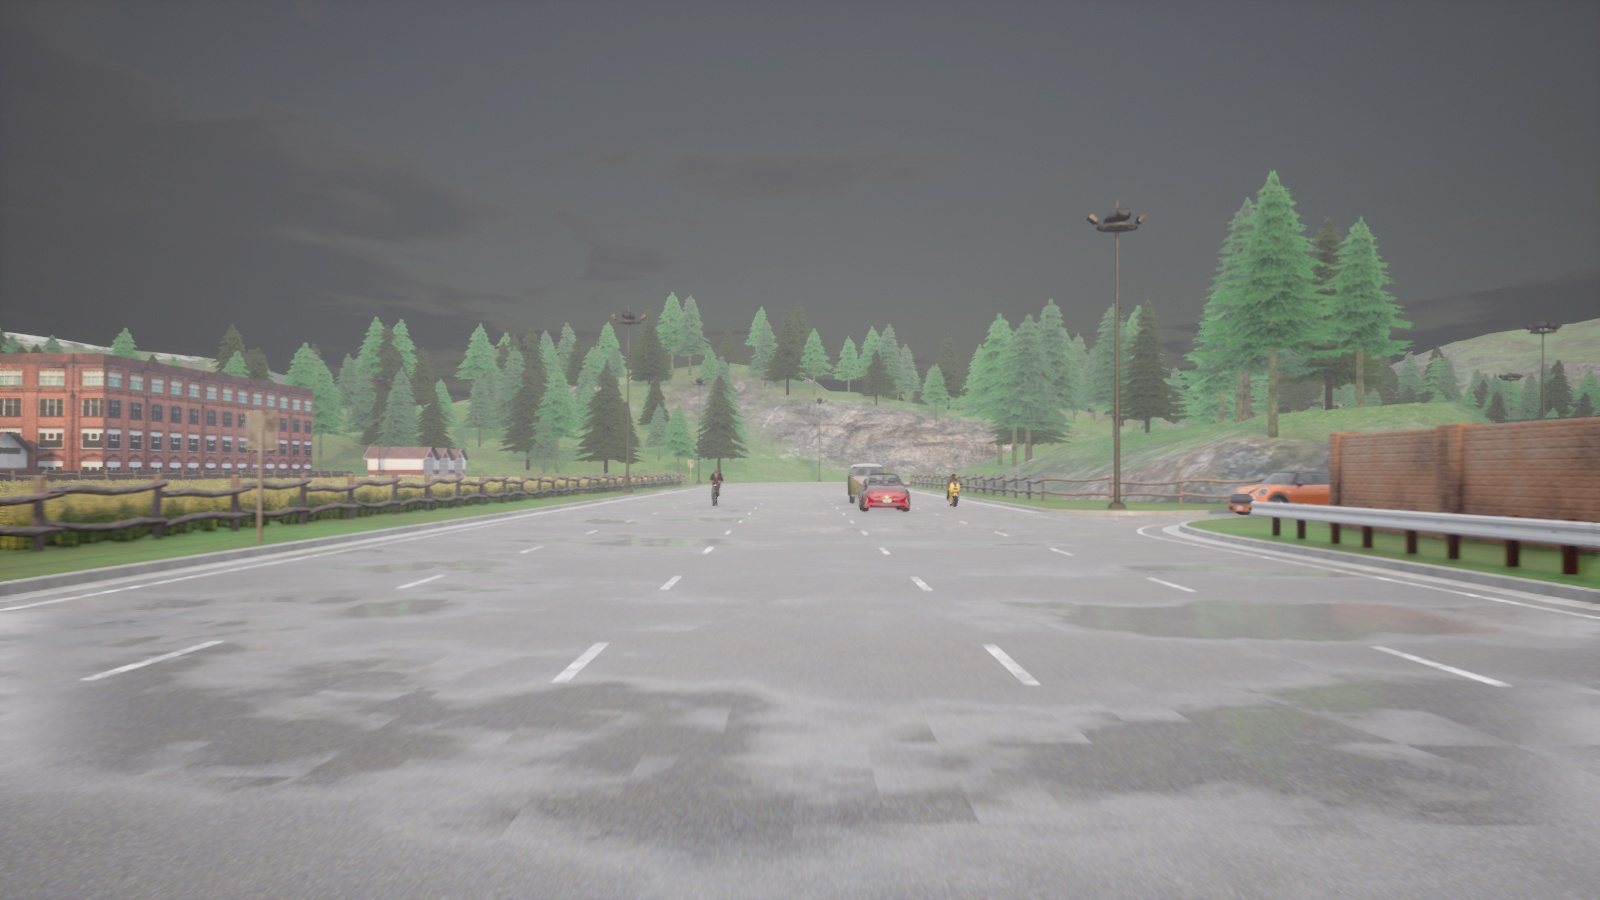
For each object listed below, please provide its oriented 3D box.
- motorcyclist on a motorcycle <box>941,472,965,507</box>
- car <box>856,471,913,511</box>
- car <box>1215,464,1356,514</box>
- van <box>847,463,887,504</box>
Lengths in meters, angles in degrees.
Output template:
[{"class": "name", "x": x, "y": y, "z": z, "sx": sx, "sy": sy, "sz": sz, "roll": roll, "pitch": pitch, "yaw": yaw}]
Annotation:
[{"class": "motorcyclist on a motorcycle", "x": 6.862, "y": 1.746, "z": 56.294, "sx": 0.797, "sy": 1.523, "sz": 2.044, "roll": 0, "pitch": -1, "yaw": 0}, {"class": "car", "x": 3.375, "y": 1.632, "z": 50.948, "sx": 2.007, "sy": 1.525, "sz": 4.514, "roll": 0, "pitch": -1, "yaw": 0}, {"class": "car", "x": 17.914, "y": 1.406, "z": 46.335, "sx": 4.553, "sy": 1.767, "sz": 2.097, "roll": 0, "pitch": -1, "yaw": -19}, {"class": "van", "x": 3.344, "y": 1.650, "z": 63.322, "sx": 1.775, "sy": 1.987, "sz": 4.442, "roll": 0, "pitch": -1, "yaw": 0}]
